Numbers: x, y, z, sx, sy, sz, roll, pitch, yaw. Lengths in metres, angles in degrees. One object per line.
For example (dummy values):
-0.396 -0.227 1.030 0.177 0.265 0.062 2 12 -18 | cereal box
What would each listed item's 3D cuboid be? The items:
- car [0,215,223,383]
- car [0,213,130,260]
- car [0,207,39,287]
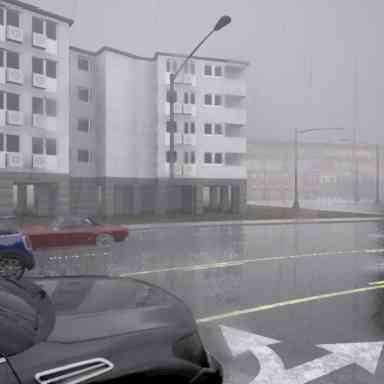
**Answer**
-2.392 1.219 1.926 5.566 2.045 2.150 0 0 -36 | car
-4.997 1.601 12.950 4.718 1.301 1.895 0 0 -30 | car
-6.300 1.352 7.933 4.553 1.767 2.097 0 0 -33 | car
